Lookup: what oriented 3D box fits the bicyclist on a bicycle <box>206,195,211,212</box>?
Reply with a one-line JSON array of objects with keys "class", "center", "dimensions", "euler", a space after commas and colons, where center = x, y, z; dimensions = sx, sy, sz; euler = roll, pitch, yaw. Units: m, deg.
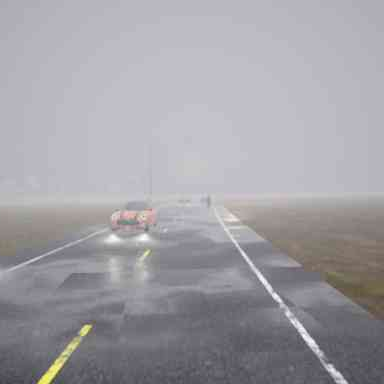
[{"class": "bicyclist on a bicycle", "center": [1.835, 1.371, 37.002], "dimensions": [0.582, 1.620, 1.656], "euler": [0, 0, 3]}]

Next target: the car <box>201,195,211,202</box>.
[{"class": "car", "center": [2.780, 1.327, 68.377], "dimensions": [1.882, 1.535, 5.008], "euler": [0, -1, 4]}]

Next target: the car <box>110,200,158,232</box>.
[{"class": "car", "center": [-3.325, 1.308, 19.729], "dimensions": [2.097, 1.767, 4.553], "euler": [0, 0, 1]}]

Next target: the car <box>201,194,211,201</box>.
[{"class": "car", "center": [3.360, 1.350, 78.197], "dimensions": [2.128, 1.511, 4.902], "euler": [0, 0, 3]}]

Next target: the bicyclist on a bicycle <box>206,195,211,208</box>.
[{"class": "bicyclist on a bicycle", "center": [2.345, 1.267, 46.905], "dimensions": [0.659, 1.776, 1.843], "euler": [0, 0, 3]}]

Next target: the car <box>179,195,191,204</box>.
[{"class": "car", "center": [-1.275, 1.343, 60.980], "dimensions": [1.882, 1.535, 5.008], "euler": [0, 0, 4]}]
